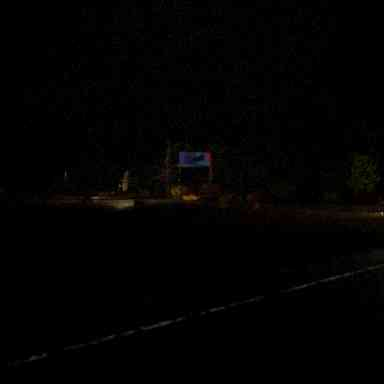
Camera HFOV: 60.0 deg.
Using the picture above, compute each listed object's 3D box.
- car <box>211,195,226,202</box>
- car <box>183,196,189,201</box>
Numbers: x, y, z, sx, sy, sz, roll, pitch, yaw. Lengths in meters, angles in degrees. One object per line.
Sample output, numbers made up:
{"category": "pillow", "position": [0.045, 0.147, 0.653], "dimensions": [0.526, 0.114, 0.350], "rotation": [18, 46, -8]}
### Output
{"category": "car", "position": [4.632, 1.340, 65.330], "dimensions": [1.882, 1.535, 5.008], "rotation": [0, 0, -33]}
{"category": "car", "position": [-0.160, 1.208, 72.433], "dimensions": [1.882, 1.535, 5.008], "rotation": [0, 0, -34]}
